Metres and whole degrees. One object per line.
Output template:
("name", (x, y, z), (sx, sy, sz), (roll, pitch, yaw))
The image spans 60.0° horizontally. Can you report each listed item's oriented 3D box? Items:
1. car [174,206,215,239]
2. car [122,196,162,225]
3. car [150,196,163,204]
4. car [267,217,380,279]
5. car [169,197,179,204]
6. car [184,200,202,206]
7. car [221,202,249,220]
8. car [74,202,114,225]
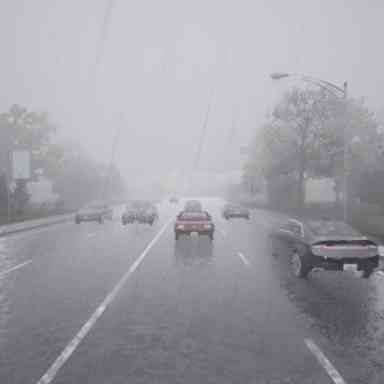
("car", (0.106, 1.602, 17.326), (1.895, 1.301, 4.718), (0, 0, 0))
("car", (-3.589, 1.354, 23.672), (2.097, 1.767, 4.553), (0, 0, 0))
("car", (-6.985, 1.565, 65.367), (1.994, 1.385, 4.181), (0, 0, 0))
("car", (3.605, 1.492, 10.002), (2.128, 1.511, 4.902), (0, 0, 0))
("car", (-3.491, 1.605, 64.616), (1.895, 1.301, 4.718), (0, 0, 1))
("car", (0.111, 1.550, 35.248), (2.033, 1.411, 5.357), (0, 0, 0))
("car", (3.611, 1.566, 28.373), (1.994, 1.385, 4.181), (0, 0, 0))
("car", (-7.088, 1.507, 24.505), (1.837, 1.490, 4.892), (0, 0, 0))
